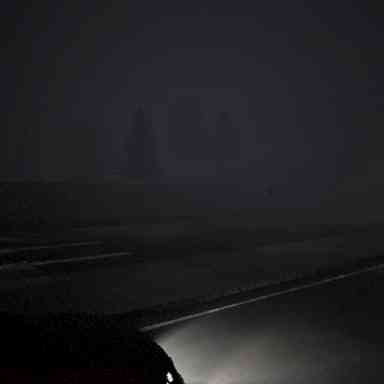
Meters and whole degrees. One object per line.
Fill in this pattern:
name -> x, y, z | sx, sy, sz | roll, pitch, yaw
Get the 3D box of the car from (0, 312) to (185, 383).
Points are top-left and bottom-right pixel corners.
car -> -2.057, 1.563, 2.289 | 4.181, 1.385, 1.994 | 0, 0, -35
